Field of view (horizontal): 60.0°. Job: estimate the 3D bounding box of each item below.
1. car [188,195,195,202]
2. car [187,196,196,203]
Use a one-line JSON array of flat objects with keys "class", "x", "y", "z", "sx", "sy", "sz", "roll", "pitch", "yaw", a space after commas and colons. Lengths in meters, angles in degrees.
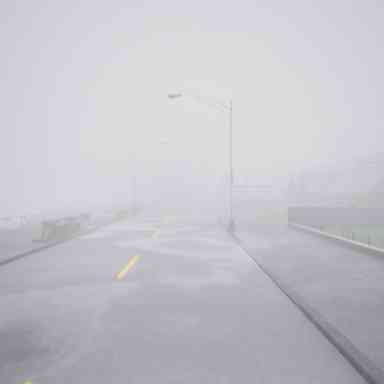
[{"class": "car", "x": -0.132, "y": 1.760, "z": 92.436, "sx": 2.097, "sy": 1.767, "sz": 4.553, "roll": 0, "pitch": 0, "yaw": 0}, {"class": "car", "x": -0.117, "y": 1.904, "z": 82.045, "sx": 1.882, "sy": 1.535, "sz": 5.008, "roll": 0, "pitch": 0, "yaw": 0}]
